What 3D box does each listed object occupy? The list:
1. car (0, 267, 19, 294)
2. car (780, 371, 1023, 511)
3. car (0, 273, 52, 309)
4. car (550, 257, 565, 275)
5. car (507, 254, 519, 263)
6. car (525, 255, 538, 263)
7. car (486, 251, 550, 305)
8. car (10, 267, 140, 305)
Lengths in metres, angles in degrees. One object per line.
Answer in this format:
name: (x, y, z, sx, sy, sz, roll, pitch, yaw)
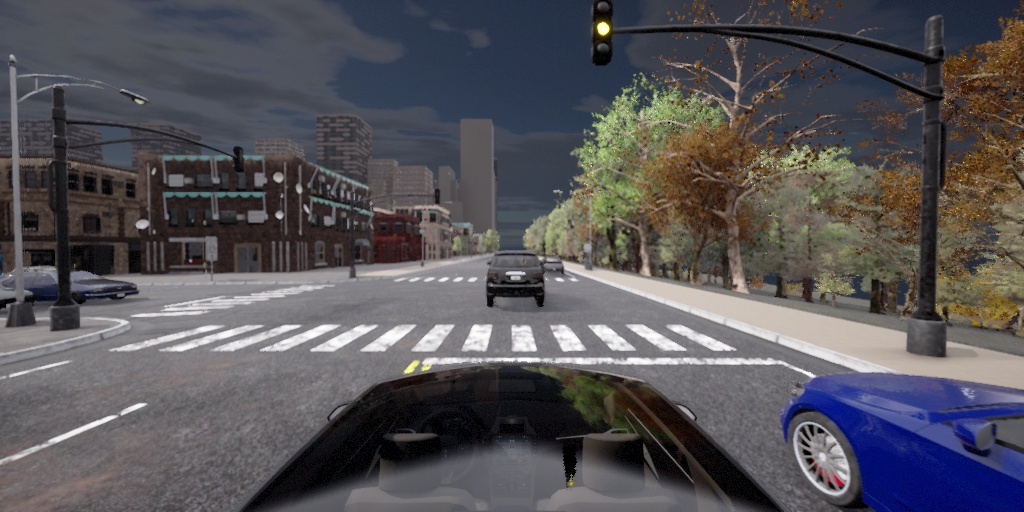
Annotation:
car: (-29.862, 1.369, 18.742, 5.357, 1.411, 2.033, -1, 1, 0)
car: (3.346, 1.281, 1.348, 1.812, 1.442, 4.674, 0, 1, 2)
car: (-19.925, 1.414, 12.803, 4.313, 1.339, 1.948, 0, 0, 0)
car: (3.409, 0.838, 31.331, 2.128, 1.511, 4.902, 0, 1, 0)
car: (0.121, 0.461, 62.749, 2.033, 1.411, 5.357, 0, 1, 0)
car: (3.371, 0.472, 63.160, 1.994, 1.385, 4.181, 0, 1, 0)
car: (0.127, 0.794, 14.887, 2.150, 2.045, 5.566, 0, 1, 0)
car: (-19.551, 1.328, 15.497, 5.357, 1.411, 2.033, -1, 1, 0)
